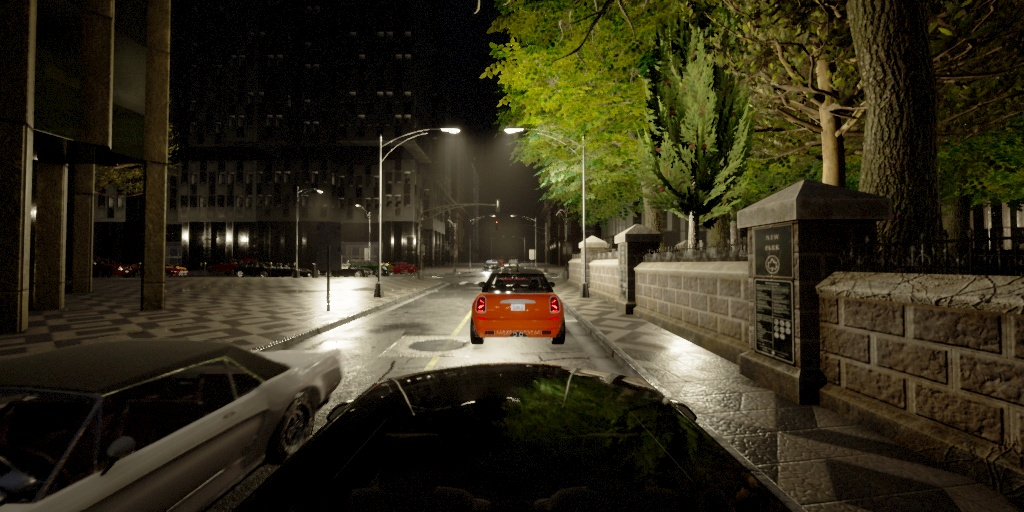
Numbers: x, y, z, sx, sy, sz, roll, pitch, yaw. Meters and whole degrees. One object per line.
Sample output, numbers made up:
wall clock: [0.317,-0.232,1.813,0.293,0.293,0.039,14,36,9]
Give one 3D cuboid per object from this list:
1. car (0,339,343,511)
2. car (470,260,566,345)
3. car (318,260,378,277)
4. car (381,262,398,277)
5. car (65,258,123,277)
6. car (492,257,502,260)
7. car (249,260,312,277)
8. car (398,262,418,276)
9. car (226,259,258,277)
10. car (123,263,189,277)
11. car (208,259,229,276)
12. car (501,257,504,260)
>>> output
car: [-3.002,1.351,2.155,1.895,1.301,4.718,0,0,0]
car: [0.130,1.107,9.707,2.097,1.767,4.553,0,0,0]
car: [-14.506,1.267,31.484,4.403,1.370,2.007,0,0,1]
car: [-13.737,1.125,34.156,4.553,1.767,2.097,0,-1,0]
car: [-36.557,1.061,31.706,5.009,1.841,2.192,0,0,1]
car: [-2.873,1.326,50.770,2.128,1.511,4.902,0,0,0]
car: [-20.019,1.290,31.539,4.313,1.339,1.948,0,0,1]
car: [-12.222,1.365,37.333,4.674,1.442,1.812,0,-1,1]
car: [-23.882,1.291,34.256,4.892,1.490,1.837,0,-1,0]
car: [-31.044,1.321,31.650,4.207,1.307,1.802,0,0,1]
car: [-30.966,1.237,40.173,5.009,1.841,2.192,0,0,1]
car: [-2.809,1.370,61.145,1.837,1.490,4.892,0,0,1]
